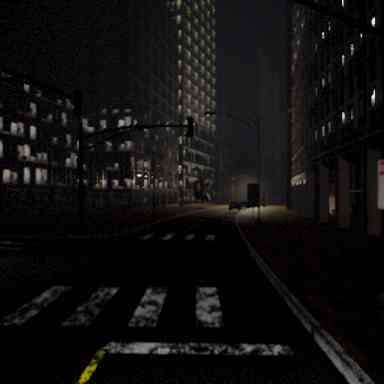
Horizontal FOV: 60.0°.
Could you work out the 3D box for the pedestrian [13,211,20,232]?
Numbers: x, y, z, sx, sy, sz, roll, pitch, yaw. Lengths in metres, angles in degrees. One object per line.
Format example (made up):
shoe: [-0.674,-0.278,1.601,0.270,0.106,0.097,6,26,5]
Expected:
pedestrian: [-9.517,1.567,18.029,0.500,1.100,0.500,0,-1,16]

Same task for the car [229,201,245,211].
car: [7.347,2.390,56.197,1.837,1.490,4.892,0,-1,14]

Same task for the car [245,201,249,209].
car: [10.493,2.608,67.437,1.837,1.490,4.892,0,-1,18]
